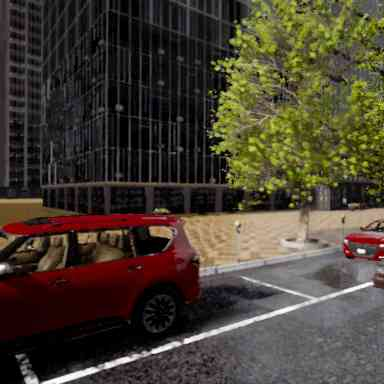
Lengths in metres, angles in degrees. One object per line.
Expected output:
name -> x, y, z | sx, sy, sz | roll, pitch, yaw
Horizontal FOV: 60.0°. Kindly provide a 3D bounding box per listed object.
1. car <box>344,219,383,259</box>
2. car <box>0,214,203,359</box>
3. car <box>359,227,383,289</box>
car -> 7.089, 1.602, 11.643 | 4.507, 1.381, 1.887 | 0, 0, -36
car -> -2.126, 1.320, 5.045 | 5.009, 1.841, 2.192 | 0, 0, -36
car -> 6.497, 1.593, 8.034 | 5.357, 1.411, 2.033 | 0, 0, -36
